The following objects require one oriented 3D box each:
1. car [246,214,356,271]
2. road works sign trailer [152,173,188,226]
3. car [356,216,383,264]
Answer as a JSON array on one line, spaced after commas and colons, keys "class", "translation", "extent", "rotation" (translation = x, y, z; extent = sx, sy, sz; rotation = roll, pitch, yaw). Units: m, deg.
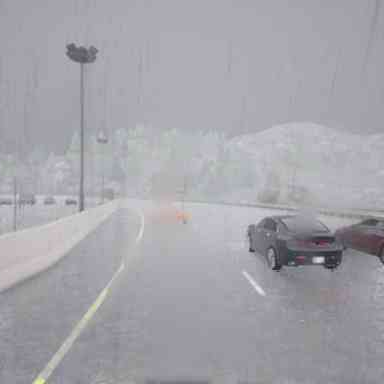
[{"class": "car", "translation": [3.106, 1.503, 10.993], "extent": [1.837, 1.490, 4.892], "rotation": [0, 0, -4]}, {"class": "road works sign trailer", "translation": [-1.608, 0.473, 23.608], "extent": [2.380, 3.560, 2.880], "rotation": [0, 0, -9]}, {"class": "car", "translation": [6.585, 1.520, 11.176], "extent": [1.812, 1.442, 4.674], "rotation": [0, 0, -4]}]
